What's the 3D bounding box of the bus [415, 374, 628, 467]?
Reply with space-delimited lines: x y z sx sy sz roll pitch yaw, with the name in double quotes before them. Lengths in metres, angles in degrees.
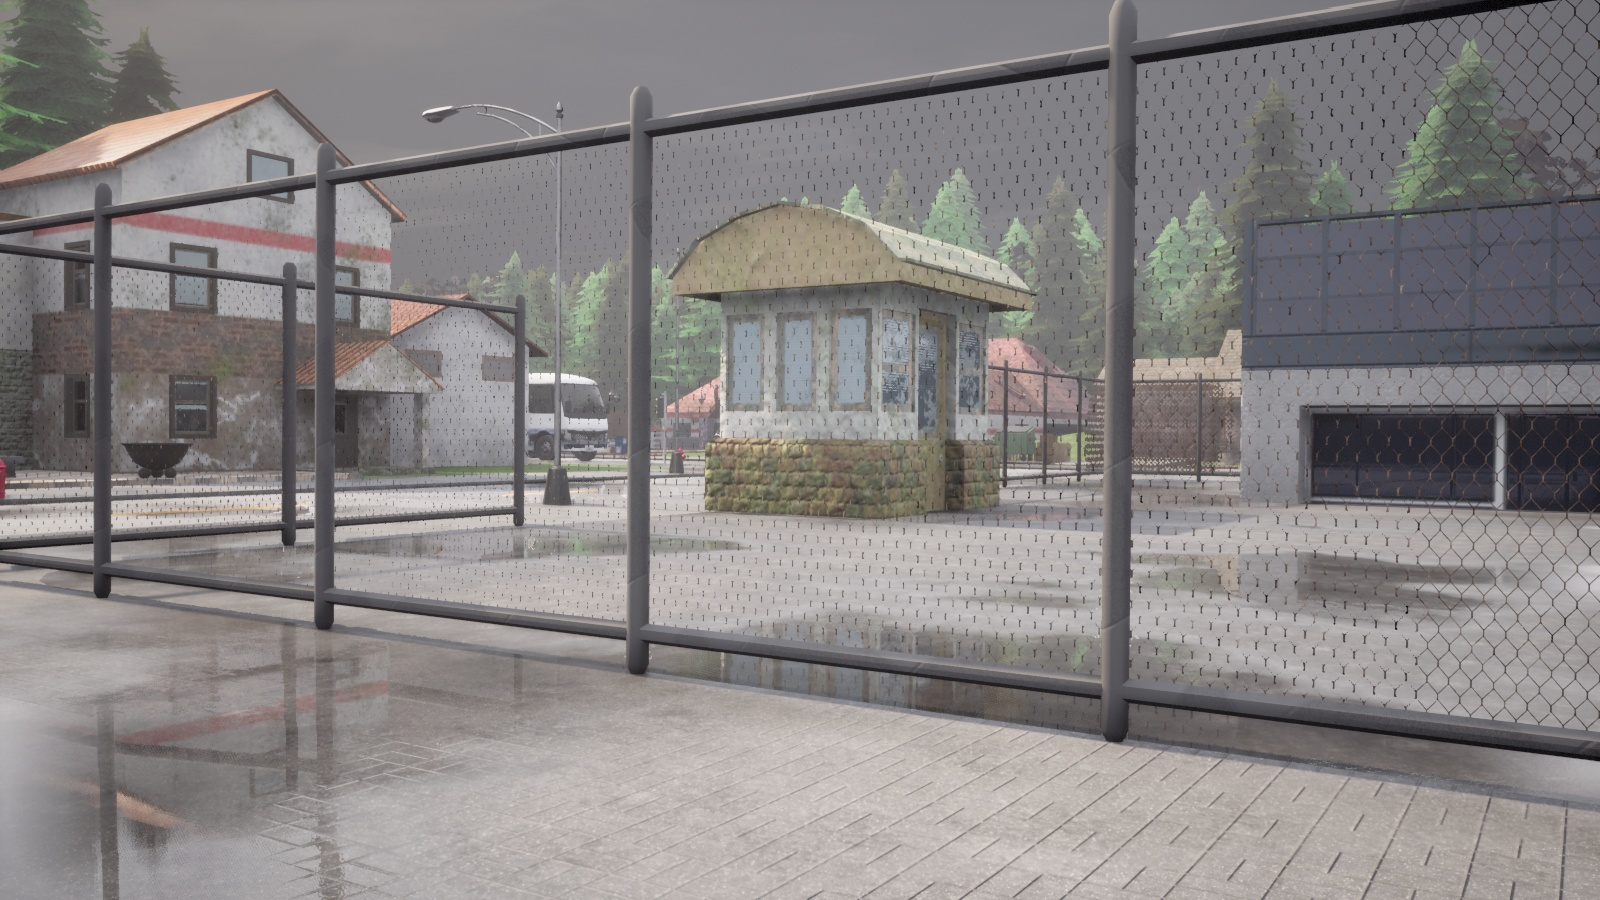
"bus" -13.741 -1.362 61.640 10.273 4.253 3.944 0 1 31
